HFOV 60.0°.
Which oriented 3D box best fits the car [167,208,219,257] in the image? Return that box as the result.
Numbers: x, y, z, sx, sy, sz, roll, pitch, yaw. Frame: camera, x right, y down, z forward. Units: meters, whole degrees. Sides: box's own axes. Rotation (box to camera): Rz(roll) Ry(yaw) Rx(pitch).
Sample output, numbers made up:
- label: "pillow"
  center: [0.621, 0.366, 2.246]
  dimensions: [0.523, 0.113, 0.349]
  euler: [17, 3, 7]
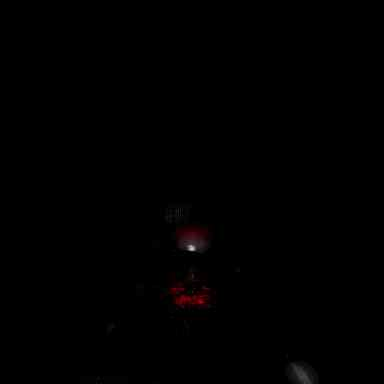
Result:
- label: "car"
  center: [0.020, 1.623, 13.511]
  dimensions: [1.837, 1.490, 4.892]
  euler: [0, 0, 0]

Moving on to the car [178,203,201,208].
- label: "car"
  center: [0.022, 1.769, 28.918]
  dimensions: [1.812, 1.442, 4.674]
  euler: [0, 0, 0]

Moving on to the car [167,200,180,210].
- label: "car"
  center: [-2.775, 1.935, 51.168]
  dimensions: [1.812, 1.442, 4.674]
  euler: [0, -1, 1]
